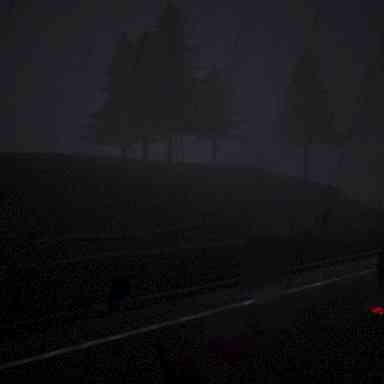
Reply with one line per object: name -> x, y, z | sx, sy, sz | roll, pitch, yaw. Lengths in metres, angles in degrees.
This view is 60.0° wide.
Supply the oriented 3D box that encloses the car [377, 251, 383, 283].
car -> 6.533, 1.615, 8.410 | 4.181, 1.385, 1.994 | 0, 0, -36
